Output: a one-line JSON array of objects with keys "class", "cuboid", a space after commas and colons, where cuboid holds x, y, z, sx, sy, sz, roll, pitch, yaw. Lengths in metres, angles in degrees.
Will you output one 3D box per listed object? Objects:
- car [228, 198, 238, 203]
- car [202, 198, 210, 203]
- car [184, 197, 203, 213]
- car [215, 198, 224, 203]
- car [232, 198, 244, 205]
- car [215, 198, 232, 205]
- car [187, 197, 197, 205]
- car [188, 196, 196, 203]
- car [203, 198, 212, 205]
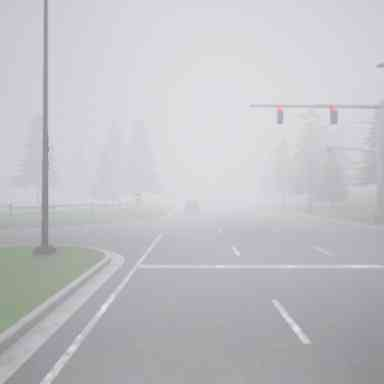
[{"class": "car", "cuboid": [10.504, 2.142, 85.120, 1.994, 1.385, 4.181, 0, -1, 0]}, {"class": "car", "cuboid": [3.504, 2.185, 85.149, 1.895, 1.301, 4.718, 0, -1, 0]}, {"class": "car", "cuboid": [0.003, 1.745, 44.052, 2.097, 1.767, 4.553, 0, -1, 0]}, {"class": "car", "cuboid": [7.004, 2.142, 85.120, 1.994, 1.385, 4.181, 0, -1, 0]}, {"class": "car", "cuboid": [10.504, 2.185, 75.115, 1.812, 1.442, 4.674, 0, -1, 0]}, {"class": "car", "cuboid": [7.004, 2.196, 74.699, 2.033, 1.411, 5.357, 0, -1, 0]}, {"class": "car", "cuboid": [0.004, 2.016, 75.087, 2.097, 1.767, 4.553, 0, -1, 0]}, {"class": "car", "cuboid": [0.004, 1.945, 85.092, 2.097, 1.767, 4.553, 0, -1, 0]}, {"class": "car", "cuboid": [3.504, 2.213, 75.115, 1.994, 1.385, 4.181, 0, -1, 0]}]
